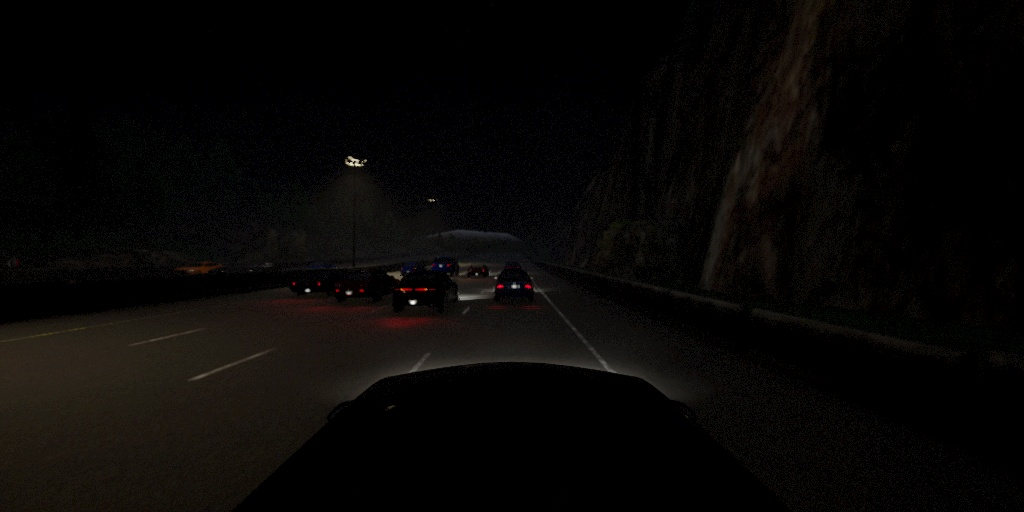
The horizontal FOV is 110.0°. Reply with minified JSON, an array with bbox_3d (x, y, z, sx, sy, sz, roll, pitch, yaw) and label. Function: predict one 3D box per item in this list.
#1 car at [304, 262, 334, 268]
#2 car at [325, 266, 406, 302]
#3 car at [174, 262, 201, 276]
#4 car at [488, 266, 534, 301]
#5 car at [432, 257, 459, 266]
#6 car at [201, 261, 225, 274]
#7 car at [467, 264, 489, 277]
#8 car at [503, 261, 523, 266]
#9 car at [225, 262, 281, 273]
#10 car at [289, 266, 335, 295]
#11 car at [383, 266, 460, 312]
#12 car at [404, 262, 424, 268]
[{"bbox_3d":[-21.091,1.365,39.254,1.812,1.442,4.674,0,0,0],"label":"car"},{"bbox_3d":[-6.913,1.376,17.492,1.812,1.442,4.674,0,0,0],"label":"car"},{"bbox_3d":[-31.593,1.327,36.555,1.882,1.535,5.008,0,0,0],"label":"car"},{"bbox_3d":[0.100,1.400,18.198,2.033,1.411,5.357,0,0,0],"label":"car"},{"bbox_3d":[-6.899,1.068,37.532,2.150,2.045,5.566,0,0,0],"label":"car"},{"bbox_3d":[-28.098,1.397,36.495,2.033,1.411,5.357,0,0,0],"label":"car"},{"bbox_3d":[-3.399,1.448,36.958,1.895,1.301,4.718,0,0,0],"label":"car"},{"bbox_3d":[0.101,1.320,38.171,1.882,1.535,5.008,0,0,0],"label":"car"},{"bbox_3d":[-24.595,1.347,34.781,2.128,1.511,4.902,0,0,0],"label":"car"},{"bbox_3d":[-10.399,1.459,20.454,1.895,1.301,4.718,0,0,0],"label":"car"},{"bbox_3d":[-3.399,1.343,14.725,1.837,1.490,4.892,0,0,0],"label":"car"},{"bbox_3d":[-10.399,1.369,37.904,1.812,1.442,4.674,0,0,0],"label":"car"}]
